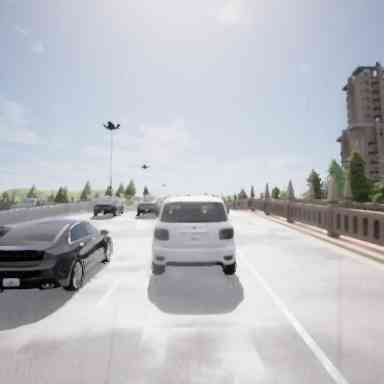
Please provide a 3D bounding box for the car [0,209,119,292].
[{"bbox_3d":[-3.455,1.449,8.754,1.837,1.490,4.892,0,1,0],"label":"car"}]

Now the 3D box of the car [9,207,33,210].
[{"bbox_3d":[-6.963,1.445,9.819,2.128,1.511,4.902,0,1,0],"label":"car"}]

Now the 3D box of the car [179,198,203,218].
[{"bbox_3d":[-0.102,1.285,28.785,1.837,1.490,4.892,0,0,0],"label":"car"}]

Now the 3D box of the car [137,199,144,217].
[{"bbox_3d":[-3.602,1.292,28.867,2.128,1.511,4.902,0,0,0],"label":"car"}]

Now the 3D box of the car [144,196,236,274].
[{"bbox_3d":[0.032,1.133,10.385,2.150,2.045,5.566,0,1,0],"label":"car"}]

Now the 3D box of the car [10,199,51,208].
[{"bbox_3d":[-14.254,1.355,29.486,2.128,1.511,4.902,0,0,0],"label":"car"}]

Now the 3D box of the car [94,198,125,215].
[{"bbox_3d":[-7.101,1.323,28.700,1.837,1.490,4.892,0,0,0],"label":"car"}]
